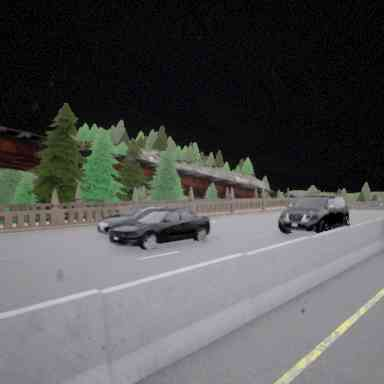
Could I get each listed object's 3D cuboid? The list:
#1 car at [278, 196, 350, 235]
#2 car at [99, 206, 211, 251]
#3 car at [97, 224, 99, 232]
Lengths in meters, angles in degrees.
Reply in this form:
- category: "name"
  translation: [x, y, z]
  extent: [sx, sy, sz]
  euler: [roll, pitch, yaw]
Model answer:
- category: "car"
  translation: [6.839, 1.238, 18.231]
  extent: [2.150, 2.045, 5.566]
  euler: [0, 0, 42]
- category: "car"
  translation: [-1.229, 1.496, 14.560]
  extent: [1.882, 1.535, 5.008]
  euler: [0, 0, 42]
- category: "car"
  translation: [-2.751, 1.514, 18.088]
  extent: [2.128, 1.511, 4.902]
  euler: [0, 0, 42]
